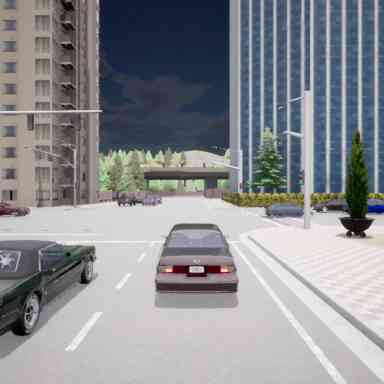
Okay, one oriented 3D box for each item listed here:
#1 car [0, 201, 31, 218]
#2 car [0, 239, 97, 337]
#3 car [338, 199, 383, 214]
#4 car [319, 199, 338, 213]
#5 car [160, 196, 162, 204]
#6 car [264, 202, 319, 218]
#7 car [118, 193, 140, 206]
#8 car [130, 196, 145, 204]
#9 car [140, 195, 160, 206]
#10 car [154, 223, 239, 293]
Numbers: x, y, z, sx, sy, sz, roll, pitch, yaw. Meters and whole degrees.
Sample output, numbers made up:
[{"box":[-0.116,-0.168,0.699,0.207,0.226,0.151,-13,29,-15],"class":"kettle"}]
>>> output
[{"box":[-16.853,1.525,29.412,4.674,1.442,1.812,0,0,-6],"class":"car"},{"box":[-3.422,1.601,6.626,1.895,1.301,4.718,0,0,1],"class":"car"},{"box":[17.632,1.477,33.032,5.008,1.535,1.882,0,0,0],"class":"car"},{"box":[15.682,1.505,36.517,4.892,1.490,1.837,0,0,0],"class":"car"},{"box":[-6.892,1.352,63.736,2.097,1.767,4.553,0,0,1],"class":"car"},{"box":[8.467,1.564,29.260,4.181,1.385,1.994,0,0,0],"class":"car"},{"box":[-10.460,1.221,53.882,2.150,2.045,5.566,0,0,0],"class":"car"},{"box":[-10.387,1.547,64.121,2.033,1.411,5.357,0,0,1],"class":"car"},{"box":[-6.953,1.352,54.847,2.097,1.767,4.553,0,0,0],"class":"car"},{"box":[0.097,1.547,8.962,2.033,1.411,5.357,0,0,0],"class":"car"}]
